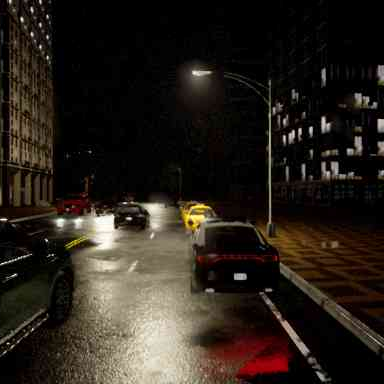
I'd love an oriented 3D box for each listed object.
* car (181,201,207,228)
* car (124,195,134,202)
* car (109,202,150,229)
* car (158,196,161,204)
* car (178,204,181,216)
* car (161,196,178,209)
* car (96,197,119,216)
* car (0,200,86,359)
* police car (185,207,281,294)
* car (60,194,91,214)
[{"bbox_3d":[0.458,1.455,19.204,1.801,1.575,5.366,0,0,-3],"label":"car"},{"bbox_3d":[-13.832,1.387,72.951,2.097,1.767,4.553,0,0,-10],"label":"car"},{"bbox_3d":[-3.872,1.564,21.779,1.994,1.385,4.181,0,0,-3],"label":"car"},{"bbox_3d":[-5.604,1.546,64.287,1.812,1.442,4.674,0,0,-10],"label":"car"},{"bbox_3d":[0.085,1.456,25.287,1.801,1.575,5.366,0,0,-4],"label":"car"},{"bbox_3d":[-2.881,1.554,46.185,2.033,1.411,5.357,0,0,-7],"label":"car"},{"bbox_3d":[-8.122,1.528,32.452,1.812,1.442,4.674,0,0,-5],"label":"car"},{"bbox_3d":[-3.202,1.221,3.835,2.150,2.045,5.566,0,0,-1],"label":"car"},{"bbox_3d":[0.862,1.425,8.973,1.930,1.638,5.238,0,0,-1],"label":"police car"},{"bbox_3d":[-11.394,1.224,32.559,2.150,2.045,5.566,0,0,-5],"label":"car"}]
